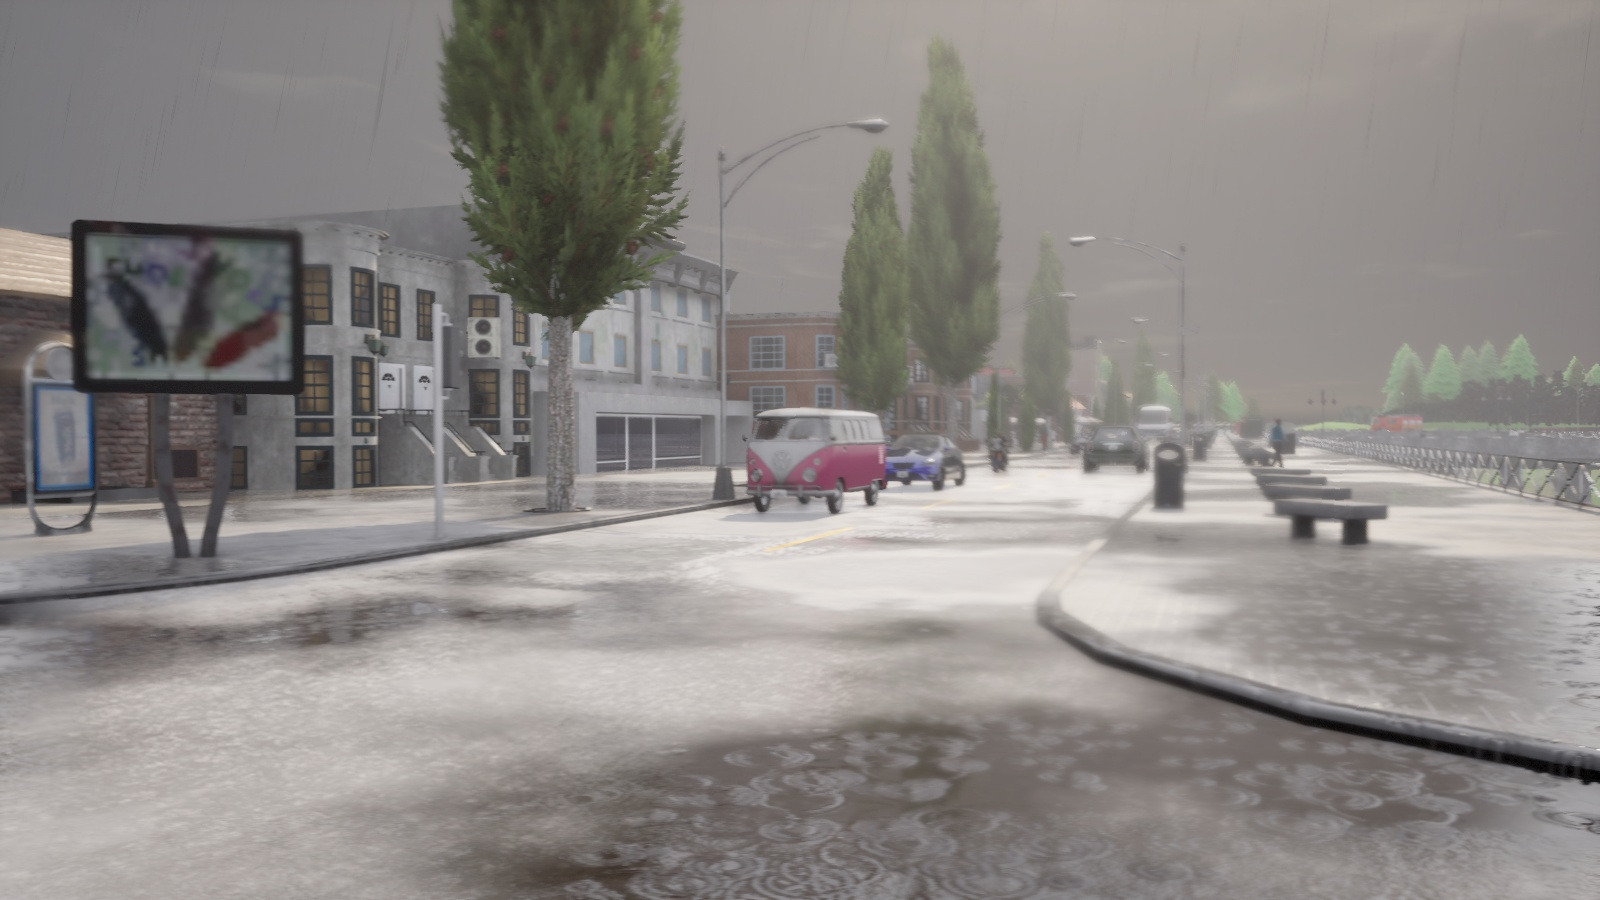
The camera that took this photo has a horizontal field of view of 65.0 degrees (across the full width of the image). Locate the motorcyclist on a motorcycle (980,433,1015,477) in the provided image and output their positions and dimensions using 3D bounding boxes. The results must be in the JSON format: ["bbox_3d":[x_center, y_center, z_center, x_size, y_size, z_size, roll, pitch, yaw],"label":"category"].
[{"bbox_3d":[7.151,0.161,45.438,0.866,1.530,2.191,1,1,19],"label":"motorcyclist on a motorcycle"}]

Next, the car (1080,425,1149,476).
[{"bbox_3d":[11.599,-0.010,46.109,2.097,1.767,4.553,1,1,19],"label":"car"}]

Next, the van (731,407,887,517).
[{"bbox_3d":[0.297,0.180,25.006,1.775,1.987,4.442,1,1,19],"label":"van"}]

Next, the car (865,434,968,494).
[{"bbox_3d":[3.186,0.314,33.629,1.816,1.474,4.193,1,1,19],"label":"car"}]

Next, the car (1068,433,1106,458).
[{"bbox_3d":[17.308,-0.306,75.651,1.816,1.474,4.193,1,1,19],"label":"car"}]

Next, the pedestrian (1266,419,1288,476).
[{"bbox_3d":[16.165,-0.084,42.566,0.692,1.930,0.396,-1,1,-39],"label":"pedestrian"}]
